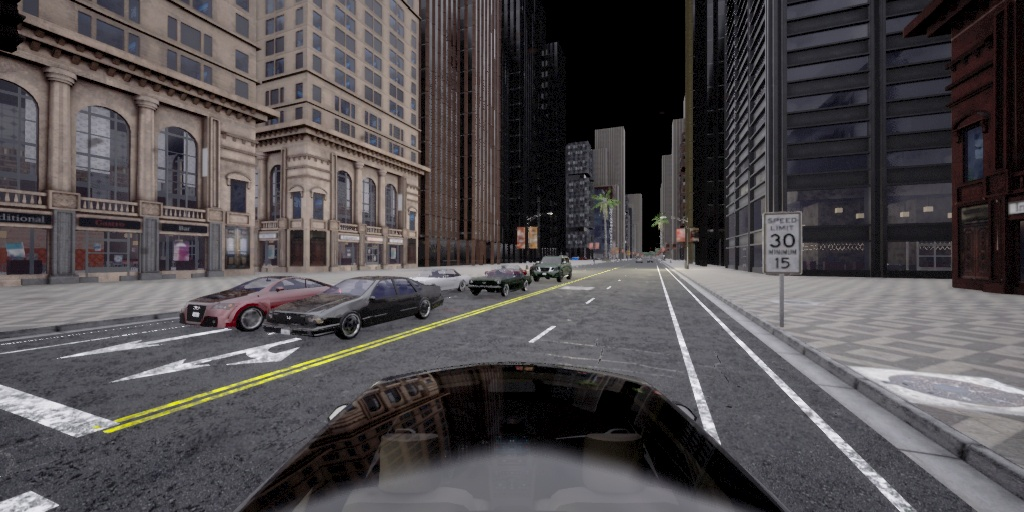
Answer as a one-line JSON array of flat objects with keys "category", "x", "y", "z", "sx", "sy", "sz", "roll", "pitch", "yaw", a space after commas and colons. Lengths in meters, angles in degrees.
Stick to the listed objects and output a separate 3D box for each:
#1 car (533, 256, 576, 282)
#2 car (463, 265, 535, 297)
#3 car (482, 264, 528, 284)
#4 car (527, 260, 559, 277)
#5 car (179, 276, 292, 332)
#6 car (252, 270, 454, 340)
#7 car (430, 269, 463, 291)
[{"category": "car", "x": 3.419, "y": 0.986, "z": 29.305, "sx": 2.150, "sy": 2.045, "sz": 5.566, "roll": 0, "pitch": 0, "yaw": 21}, {"category": "car", "x": -0.528, "y": 1.357, "z": 19.364, "sx": 1.895, "sy": 1.301, "sz": 4.718, "roll": 0, "pitch": 0, "yaw": 22}, {"category": "car", "x": -0.436, "y": 1.363, "z": 28.411, "sx": 1.895, "sy": 1.301, "sz": 4.718, "roll": 0, "pitch": 0, "yaw": 22}, {"category": "car", "x": 3.363, "y": 1.250, "z": 37.884, "sx": 1.882, "sy": 1.535, "sz": 5.008, "roll": 0, "pitch": 0, "yaw": 22}, {"category": "car", "x": -7.335, "y": 1.315, "z": 11.006, "sx": 1.994, "sy": 1.385, "sz": 4.181, "roll": 0, "pitch": 0, "yaw": 22}, {"category": "car", "x": -4.064, "y": 1.299, "z": 10.450, "sx": 2.033, "sy": 1.411, "sz": 5.357, "roll": 0, "pitch": 0, "yaw": 22}, {"category": "car", "x": -4.110, "y": 1.356, "z": 19.152, "sx": 1.895, "sy": 1.301, "sz": 4.718, "roll": 0, "pitch": 0, "yaw": 22}]
